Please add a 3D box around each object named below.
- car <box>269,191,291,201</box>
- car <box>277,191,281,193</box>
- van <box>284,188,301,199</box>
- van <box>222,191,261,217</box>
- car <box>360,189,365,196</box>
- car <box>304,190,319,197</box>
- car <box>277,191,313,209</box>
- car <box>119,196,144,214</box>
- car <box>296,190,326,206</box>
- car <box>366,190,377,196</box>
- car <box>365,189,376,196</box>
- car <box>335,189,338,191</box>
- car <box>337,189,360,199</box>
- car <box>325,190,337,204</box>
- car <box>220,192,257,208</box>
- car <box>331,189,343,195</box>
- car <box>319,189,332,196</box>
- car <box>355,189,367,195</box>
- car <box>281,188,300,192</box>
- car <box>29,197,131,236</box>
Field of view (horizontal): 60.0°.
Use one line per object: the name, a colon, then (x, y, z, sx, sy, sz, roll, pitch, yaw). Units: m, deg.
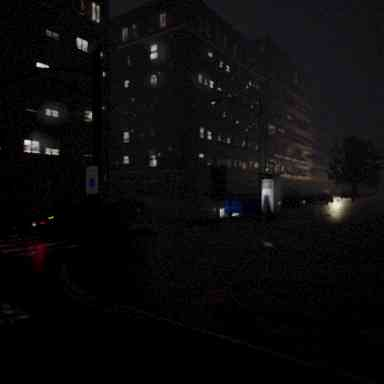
car: (13.976, 0.531, 52.590, 1.752, 1.417, 4.829, 2, 2, 35)
car: (10.800, 0.663, 48.130, 1.802, 1.307, 4.206, 2, 2, 35)
van: (17.351, 0.268, 57.324, 1.690, 1.788, 3.998, 2, 2, 35)
van: (3.964, 0.850, 24.920, 1.690, 1.788, 3.998, 2, 2, 35)
car: (30.177, 0.435, 61.767, 1.887, 1.381, 4.507, 2, 2, 35)
car: (23.894, 0.353, 66.531, 1.802, 1.307, 4.206, 2, 2, 35)
car: (10.514, 0.921, 34.137, 1.947, 1.339, 4.313, 2, 2, 35)
car: (-5.567, 1.011, 25.127, 1.887, 1.381, 4.507, 2, 2, 35)
car: (13.792, 0.823, 38.741, 1.887, 1.381, 4.507, 2, 2, 35)
car: (43.284, 0.162, 80.188, 1.802, 1.307, 4.206, 2, 2, 35)
car: (40.007, 0.202, 75.582, 1.887, 1.381, 4.507, 2, 2, 35)
car: (33.715, 0.104, 80.331, 1.947, 1.339, 4.313, 2, 2, 35)
car: (26.901, 0.408, 57.159, 1.967, 1.590, 4.097, 2, 2, 35)
car: (17.068, 0.767, 43.347, 1.947, 1.339, 4.313, 2, 2, 35)
car: (5.065, 0.777, 35.823, 1.882, 1.535, 5.008, 1, 1, 35)
car: (36.989, 0.012, 84.931, 2.008, 1.369, 4.403, 2, 2, 35)
car: (30.442, 0.161, 75.730, 1.887, 1.381, 4.507, 2, 2, 35)
car: (42.385, 0.026, 83.363, 1.994, 1.385, 4.181, 1, 1, 35)
car: (14.768, 0.358, 49.290, 1.882, 1.535, 5.008, 1, 1, 35)
car: (-5.436, 1.170, 16.162, 1.812, 1.442, 4.674, 1, 1, 35)
